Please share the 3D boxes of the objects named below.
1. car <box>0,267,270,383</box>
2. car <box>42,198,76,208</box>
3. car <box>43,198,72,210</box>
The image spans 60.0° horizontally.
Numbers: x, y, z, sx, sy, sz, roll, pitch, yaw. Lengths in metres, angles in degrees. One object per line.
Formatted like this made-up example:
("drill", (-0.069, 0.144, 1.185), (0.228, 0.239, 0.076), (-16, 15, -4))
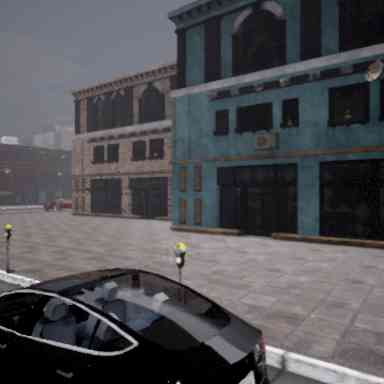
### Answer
("car", (-1.283, 1.569, 3.790), (4.313, 1.339, 1.947), (0, 0, 36))
("car", (-21.308, 1.714, 53.404), (1.752, 1.417, 4.829), (0, 0, 35))
("car", (-17.488, 1.703, 44.175), (1.887, 1.381, 4.507), (0, 0, 35))
